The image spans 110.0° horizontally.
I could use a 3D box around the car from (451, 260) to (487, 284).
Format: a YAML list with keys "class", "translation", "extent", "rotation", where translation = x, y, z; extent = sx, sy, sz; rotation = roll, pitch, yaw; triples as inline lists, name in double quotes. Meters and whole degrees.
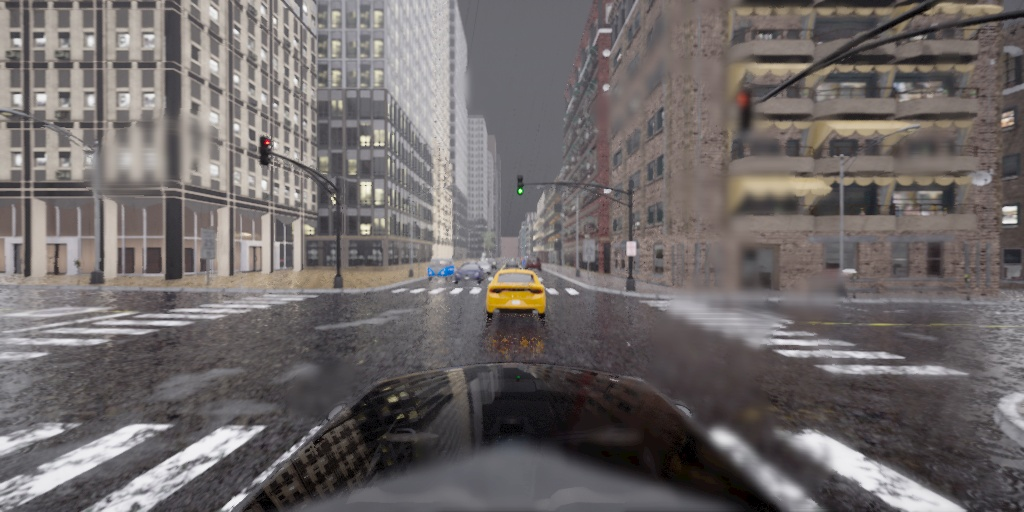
- class: "car"
  translation: [-3.077, 1.228, 26.609]
  extent: [1.812, 1.442, 4.674]
  rotation: [0, 0, 0]

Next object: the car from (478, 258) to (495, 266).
- class: "car"
  translation: [-3.087, 1.209, 36.890]
  extent: [1.812, 1.442, 4.674]
  rotation: [0, 0, 0]

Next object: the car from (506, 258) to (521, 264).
- class: "car"
  translation: [0.006, 1.204, 58.484]
  extent: [1.994, 1.385, 4.181]
  rotation: [0, 0, 0]

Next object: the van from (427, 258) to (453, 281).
- class: "van"
  translation: [-5.688, 1.044, 28.990]
  extent: [1.690, 1.789, 3.998]
  rotation: [0, 0, 0]

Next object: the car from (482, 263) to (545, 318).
- class: "car"
  translation: [0.127, 1.228, 13.213]
  extent: [1.882, 1.535, 5.008]
  rotation: [1, 0, 0]

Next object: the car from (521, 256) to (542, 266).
- class: "car"
  translation: [2.693, 0.970, 45.643]
  extent: [2.192, 1.841, 5.009]
  rotation: [0, 0, 0]

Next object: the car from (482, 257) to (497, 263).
- class: "car"
  translation: [-3.039, 1.204, 51.896]
  extent: [2.033, 1.411, 5.357]
  rotation: [0, 0, 0]
